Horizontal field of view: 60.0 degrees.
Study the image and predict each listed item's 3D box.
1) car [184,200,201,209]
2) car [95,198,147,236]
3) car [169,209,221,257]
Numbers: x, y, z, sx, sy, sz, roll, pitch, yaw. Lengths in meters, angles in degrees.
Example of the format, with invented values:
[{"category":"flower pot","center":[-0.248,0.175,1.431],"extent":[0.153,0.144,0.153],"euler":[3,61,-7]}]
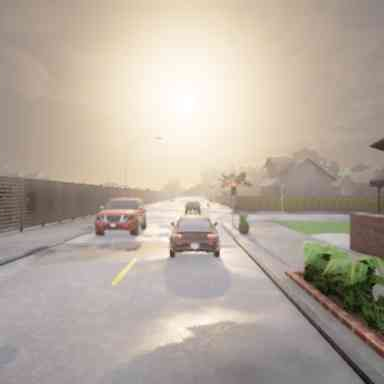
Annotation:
[{"category":"car","center":[0.101,1.797,41.592],"extent":[1.837,1.490,4.892],"euler":[0,-1,0]},{"category":"car","center":[-4.006,1.360,19.670],"extent":[2.150,2.045,5.566],"euler":[0,-1,0]},{"category":"car","center":[0.093,1.620,13.204],"extent":[1.812,1.442,4.674],"euler":[0,0,0]}]
